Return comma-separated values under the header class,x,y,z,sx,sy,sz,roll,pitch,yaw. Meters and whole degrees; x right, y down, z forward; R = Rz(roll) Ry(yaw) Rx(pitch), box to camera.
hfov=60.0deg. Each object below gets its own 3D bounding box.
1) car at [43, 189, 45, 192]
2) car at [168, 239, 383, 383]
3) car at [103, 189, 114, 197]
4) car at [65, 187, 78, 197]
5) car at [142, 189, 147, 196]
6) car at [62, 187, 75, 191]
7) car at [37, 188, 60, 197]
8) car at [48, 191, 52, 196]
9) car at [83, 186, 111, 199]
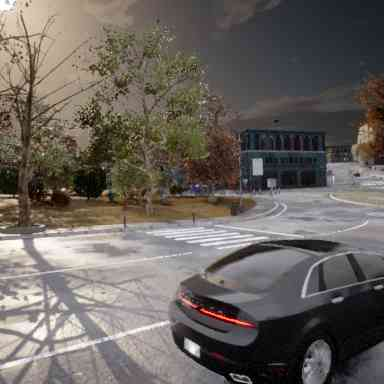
class,x,y,z,sx,sy,sz,roll,pitch,yaw
car,-30.077,0.261,73.450,2.097,1.535,5.008,0,2,18
car,1.966,1.500,5.164,4.892,1.490,1.837,0,0,-36
car,-13.518,0.124,60.817,2.185,1.767,4.553,-2,2,16
car,-23.024,0.350,67.963,2.163,1.488,4.792,-1,2,17
car,-8.722,-0.083,57.303,2.435,2.045,5.566,-1,2,16
car,-25.392,0.061,69.763,2.435,2.045,5.566,0,2,17
car,-32.434,0.101,75.250,2.185,1.767,4.553,0,2,18
car,-27.743,0.293,71.614,2.231,1.521,4.892,-1,2,18
car,-18.280,0.053,64.423,2.435,2.045,5.566,-2,2,17
